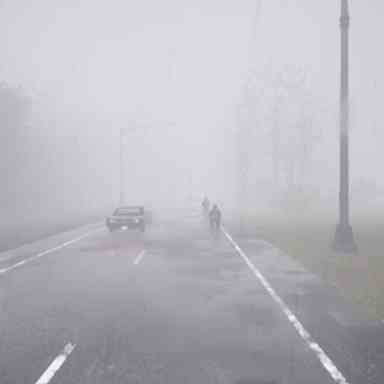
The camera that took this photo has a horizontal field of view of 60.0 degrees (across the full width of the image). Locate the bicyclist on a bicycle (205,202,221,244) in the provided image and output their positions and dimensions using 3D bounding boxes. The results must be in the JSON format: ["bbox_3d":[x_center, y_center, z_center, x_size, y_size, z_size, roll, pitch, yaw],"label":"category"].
[{"bbox_3d":[0.981,1.363,14.078,0.582,1.620,1.656,0,0,0],"label":"bicyclist on a bicycle"}]

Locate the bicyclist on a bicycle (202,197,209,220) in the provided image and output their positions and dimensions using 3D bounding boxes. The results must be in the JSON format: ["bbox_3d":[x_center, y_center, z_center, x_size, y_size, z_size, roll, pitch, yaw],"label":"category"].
[{"bbox_3d":[0.992,1.220,23.748,0.659,1.776,1.843,0,1,0],"label":"bicyclist on a bicycle"}]

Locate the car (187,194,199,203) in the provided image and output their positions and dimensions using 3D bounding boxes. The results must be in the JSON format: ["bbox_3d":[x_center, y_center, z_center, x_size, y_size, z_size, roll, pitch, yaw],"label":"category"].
[{"bbox_3d":[0.161,1.197,58.464,1.994,1.385,4.181,0,0,0],"label":"car"}]

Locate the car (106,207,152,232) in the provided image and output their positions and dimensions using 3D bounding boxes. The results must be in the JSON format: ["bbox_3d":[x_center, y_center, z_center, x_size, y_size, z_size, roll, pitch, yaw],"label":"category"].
[{"bbox_3d":[-3.381,1.480,18.913,1.895,1.301,4.718,0,0,0],"label":"car"}]

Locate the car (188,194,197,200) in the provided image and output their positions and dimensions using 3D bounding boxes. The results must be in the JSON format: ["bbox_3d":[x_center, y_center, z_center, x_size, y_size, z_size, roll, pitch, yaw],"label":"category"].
[{"bbox_3d":[0.081,1.131,74.393,1.895,1.301,4.718,0,0,0],"label":"car"}]
